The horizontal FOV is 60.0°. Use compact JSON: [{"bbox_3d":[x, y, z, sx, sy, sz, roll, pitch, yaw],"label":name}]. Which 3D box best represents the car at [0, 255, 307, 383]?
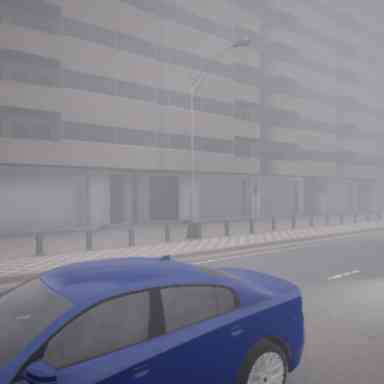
[{"bbox_3d":[-0.962,1.476,3.256,5.008,1.535,1.882,0,0,-36],"label":"car"}]
